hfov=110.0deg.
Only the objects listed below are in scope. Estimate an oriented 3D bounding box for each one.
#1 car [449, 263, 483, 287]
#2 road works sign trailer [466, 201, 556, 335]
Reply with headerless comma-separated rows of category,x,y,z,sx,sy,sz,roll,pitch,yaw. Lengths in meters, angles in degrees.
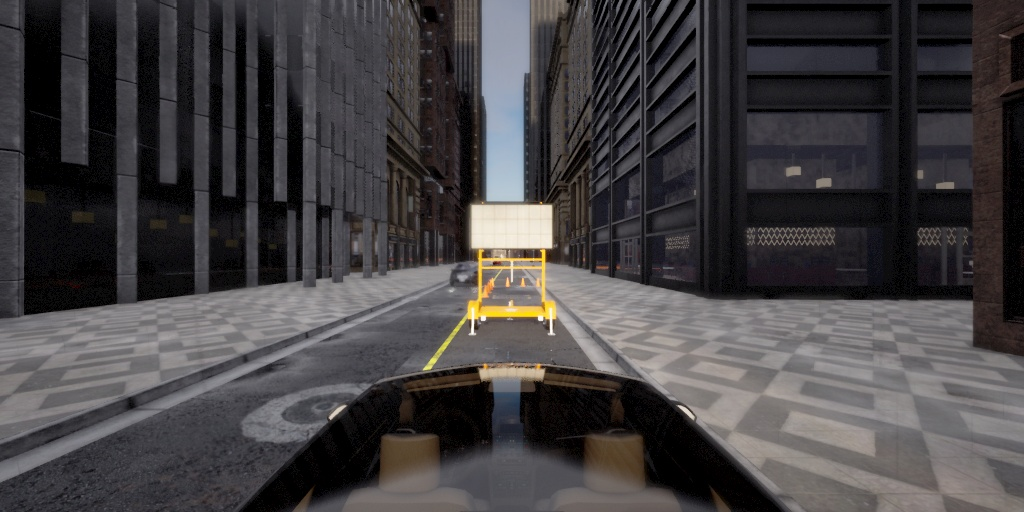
car,-3.109,1.245,24.898,2.128,1.511,4.902,0,0,0
road works sign trailer,-0.001,0.215,10.480,2.380,3.560,2.880,0,0,0
